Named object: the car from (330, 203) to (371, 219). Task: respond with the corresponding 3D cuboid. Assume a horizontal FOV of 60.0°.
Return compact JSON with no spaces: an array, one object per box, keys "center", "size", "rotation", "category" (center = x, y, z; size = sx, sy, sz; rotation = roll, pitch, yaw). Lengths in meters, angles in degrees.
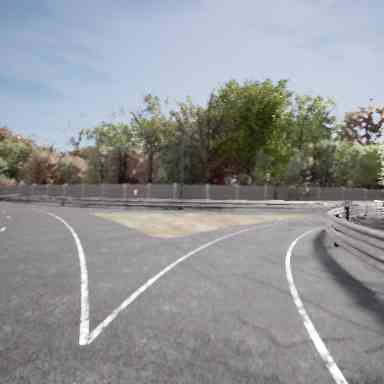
[{"center":[15.359,1.773,32.240],"size":[5.357,1.411,2.033],"rotation":[1,0,-39],"category":"car"}]
